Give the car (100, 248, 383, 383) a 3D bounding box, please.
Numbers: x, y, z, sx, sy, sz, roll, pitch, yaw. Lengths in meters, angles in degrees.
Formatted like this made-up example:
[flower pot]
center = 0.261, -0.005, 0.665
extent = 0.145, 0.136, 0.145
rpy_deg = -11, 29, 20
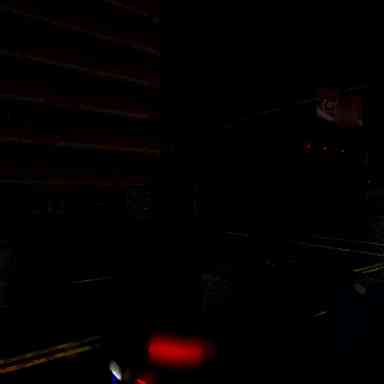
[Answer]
[car]
center = 1.136, 1.526, 4.548
extent = 4.674, 1.442, 1.812
rpy_deg = 0, 0, -36
